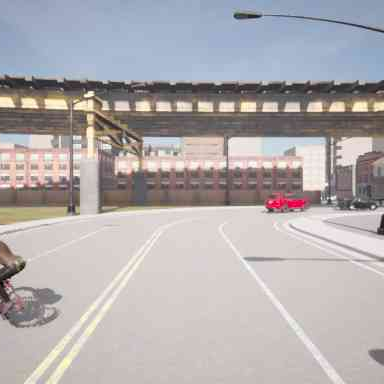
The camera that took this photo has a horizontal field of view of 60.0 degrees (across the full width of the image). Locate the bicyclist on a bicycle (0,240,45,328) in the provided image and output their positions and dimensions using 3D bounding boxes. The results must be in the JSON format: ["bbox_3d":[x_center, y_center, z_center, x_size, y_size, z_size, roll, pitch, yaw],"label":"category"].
[{"bbox_3d":[-3.263,1.453,5.500,1.656,1.620,0.582,-1,0,0],"label":"bicyclist on a bicycle"}]

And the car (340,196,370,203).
[{"bbox_3d":[28.935,1.295,59.322,1.853,1.218,4.536,0,0,-29],"label":"car"}]

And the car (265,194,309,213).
[{"bbox_3d":[10.524,1.220,36.697,5.566,2.045,2.150,0,0,-34],"label":"car"}]

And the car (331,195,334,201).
[{"bbox_3d":[33.333,1.295,78.862,1.853,1.218,4.536,0,0,-34],"label":"car"}]

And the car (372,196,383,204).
[{"bbox_3d":[32.039,1.295,57.175,1.853,1.218,4.536,0,0,31],"label":"car"}]

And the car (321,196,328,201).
[{"bbox_3d":[29.261,1.295,78.105,4.536,1.218,1.853,0,0,-39],"label":"car"}]

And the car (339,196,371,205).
[{"bbox_3d":[28.961,1.453,59.277,2.038,1.542,4.974,0,0,-29],"label":"car"}]

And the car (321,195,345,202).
[{"bbox_3d":[33.304,1.453,78.905,2.038,1.542,4.974,0,0,-34],"label":"car"}]

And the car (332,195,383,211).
[{"bbox_3d":[20.201,1.491,40.573,4.902,1.511,2.128,0,0,-11],"label":"car"}]
